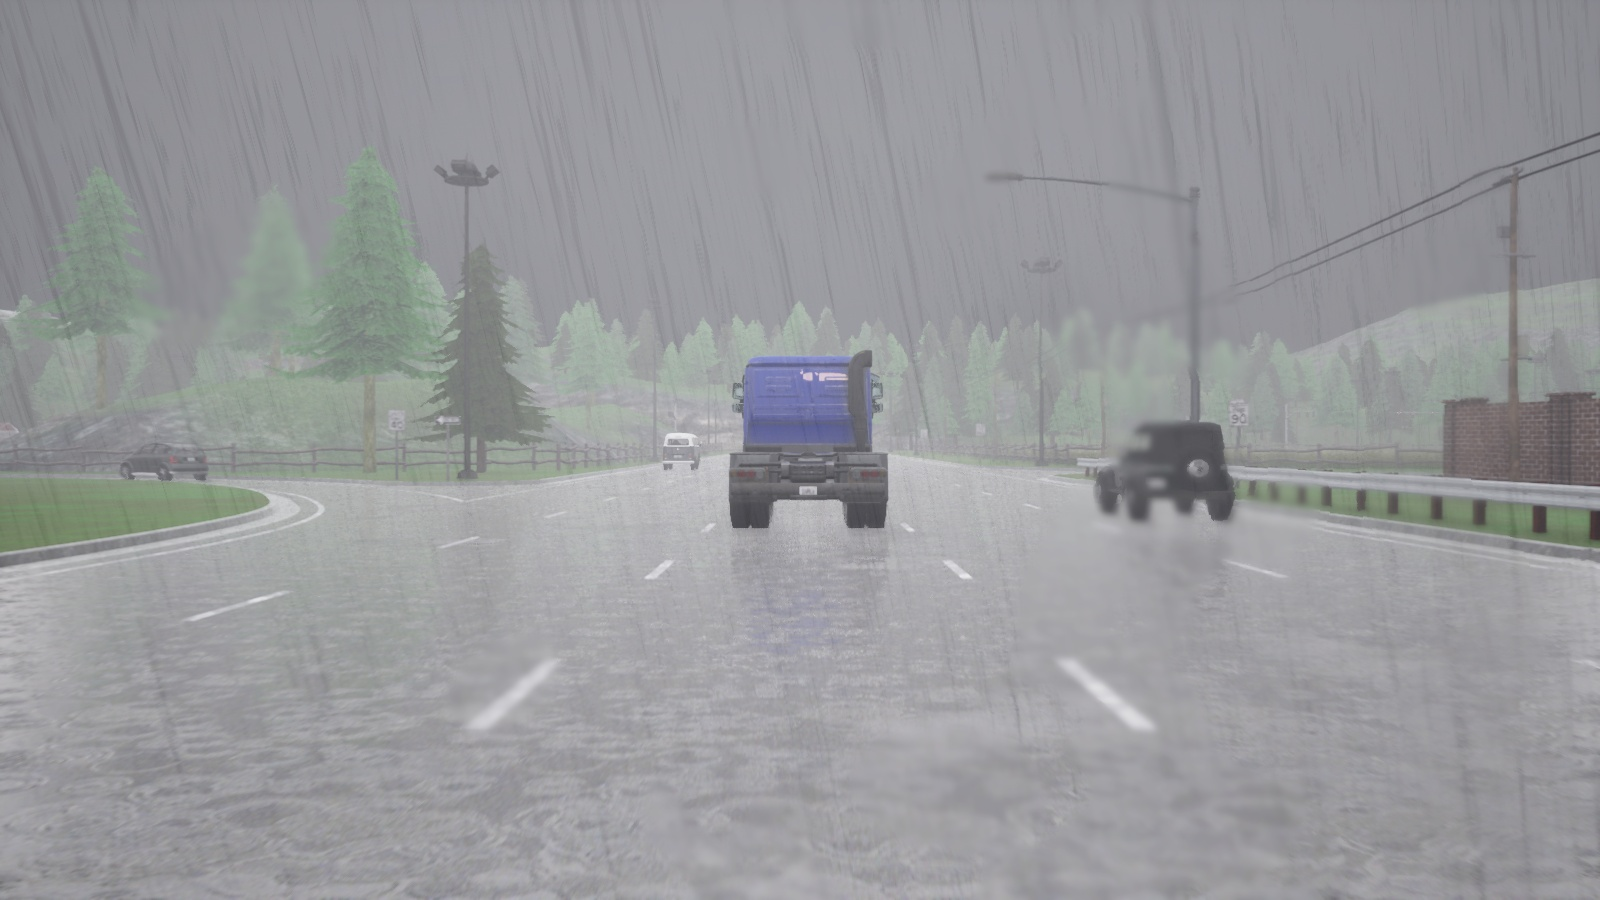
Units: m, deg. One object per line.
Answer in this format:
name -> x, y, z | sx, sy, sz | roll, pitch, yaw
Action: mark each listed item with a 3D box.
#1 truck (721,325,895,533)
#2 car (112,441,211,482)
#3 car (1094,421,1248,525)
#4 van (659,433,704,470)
truck -> 0.156, -0.376, 24.902 | 2.891, 3.462, 7.936 | 0, 0, 0
car -> -25.305, 0.424, 49.744 | 3.705, 1.549, 1.789 | 0, 0, 31
car -> 7.154, 0.409, 24.630 | 1.905, 1.878, 3.866 | 0, 0, 0
van -> -6.591, 0.069, 70.084 | 2.069, 2.038, 4.480 | 0, 0, 0
